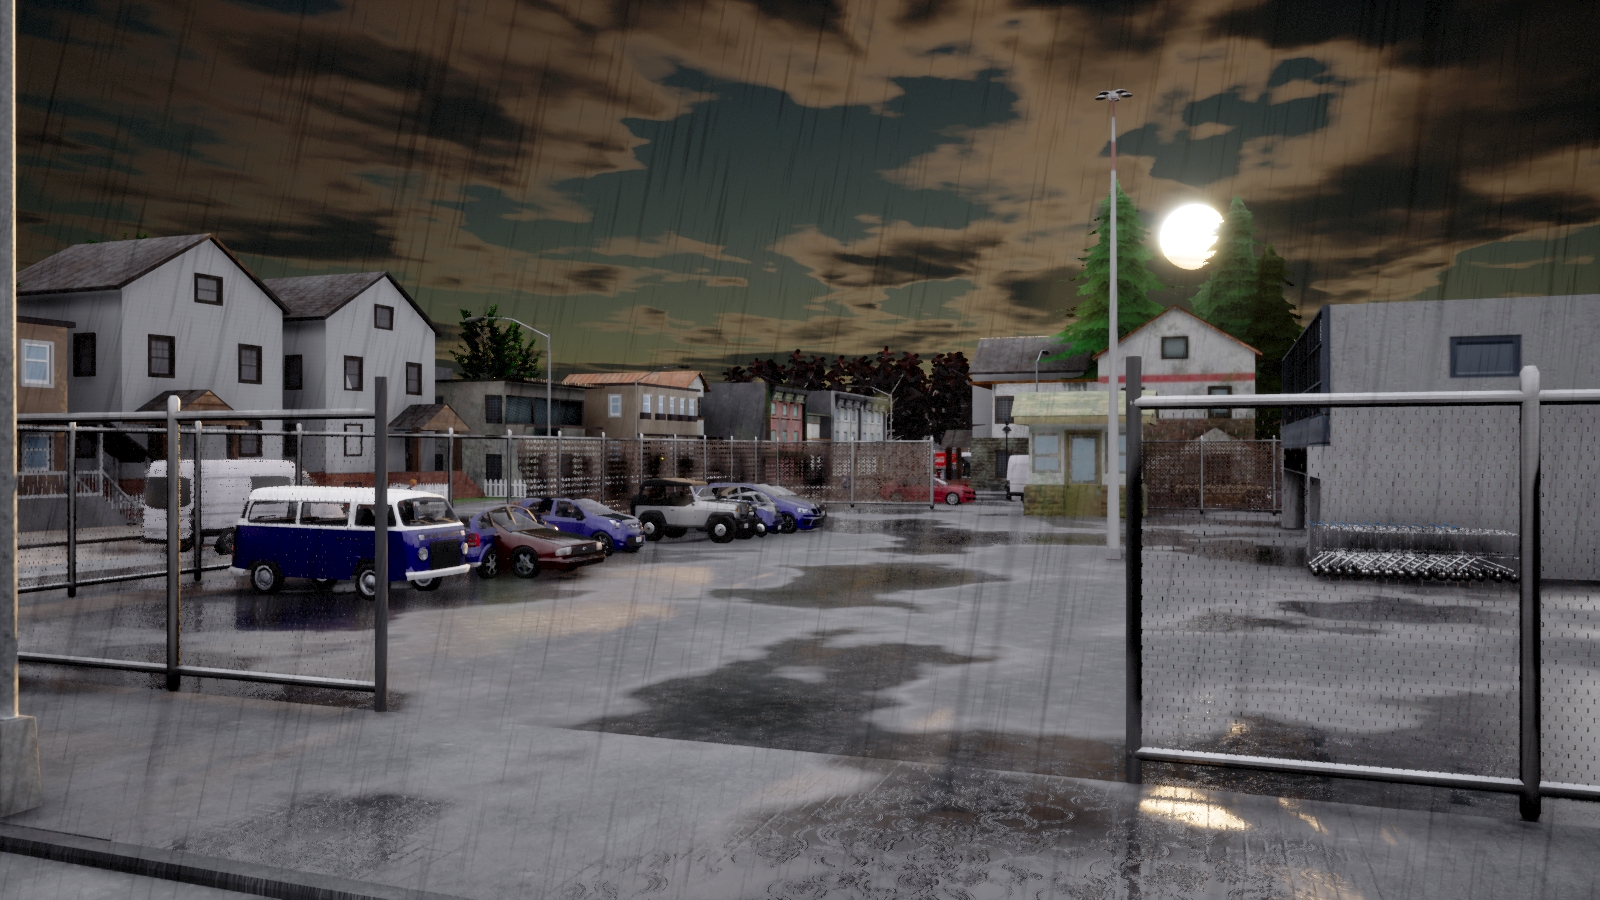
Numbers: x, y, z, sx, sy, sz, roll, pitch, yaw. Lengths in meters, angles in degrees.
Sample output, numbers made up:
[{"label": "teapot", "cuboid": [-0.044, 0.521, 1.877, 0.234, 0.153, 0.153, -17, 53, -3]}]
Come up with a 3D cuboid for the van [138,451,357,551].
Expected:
[{"label": "van", "cuboid": [-15.536, 1.319, 32.590, 1.988, 2.561, 5.915, 0, 0, 20]}]

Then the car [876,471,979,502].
[{"label": "car", "cuboid": [6.522, 1.843, 58.394, 4.892, 1.480, 2.231, 0, 0, 19]}]

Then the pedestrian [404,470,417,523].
[{"label": "pedestrian", "cuboid": [-13.713, 1.633, 40.246, 0.375, 1.860, 0.375, 0, 0, -29]}]
